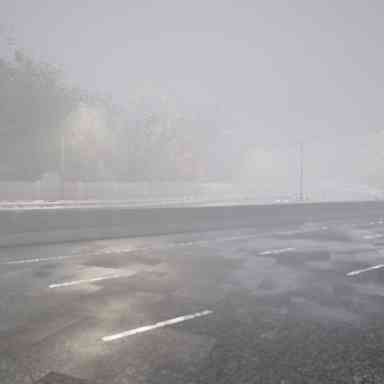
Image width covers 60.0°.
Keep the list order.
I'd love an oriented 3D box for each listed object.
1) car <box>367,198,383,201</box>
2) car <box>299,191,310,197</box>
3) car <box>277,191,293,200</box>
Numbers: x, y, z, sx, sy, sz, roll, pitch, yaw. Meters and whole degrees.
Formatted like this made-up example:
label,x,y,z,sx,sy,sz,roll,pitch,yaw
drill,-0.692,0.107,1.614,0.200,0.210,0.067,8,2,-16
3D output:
label,x,y,z,sx,sy,sz,roll,pitch,yaw
car,31.671,1.600,56.565,4.718,1.301,1.895,0,0,-35
car,27.197,0.463,80.346,2.128,1.511,4.902,0,2,33
car,18.749,0.688,66.995,2.097,1.767,4.553,0,1,31
